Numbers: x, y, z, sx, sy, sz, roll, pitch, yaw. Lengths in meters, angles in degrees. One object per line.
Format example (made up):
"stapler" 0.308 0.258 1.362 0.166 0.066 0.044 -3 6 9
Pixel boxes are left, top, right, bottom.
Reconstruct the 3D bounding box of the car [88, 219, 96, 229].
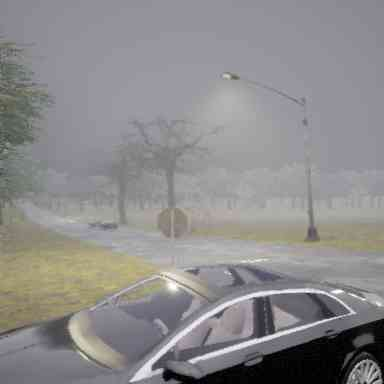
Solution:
"car" -16.934 5.569 58.377 1.837 1.490 4.892 -1 -3 -29

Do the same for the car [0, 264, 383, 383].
"car" 0.098 1.604 3.472 4.902 1.511 2.128 2 -2 -30

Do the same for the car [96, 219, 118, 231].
"car" -12.886 5.067 51.048 1.882 1.535 5.008 -1 -3 -28
